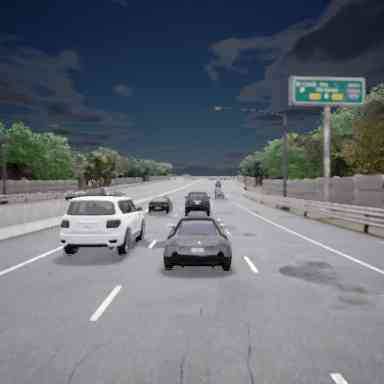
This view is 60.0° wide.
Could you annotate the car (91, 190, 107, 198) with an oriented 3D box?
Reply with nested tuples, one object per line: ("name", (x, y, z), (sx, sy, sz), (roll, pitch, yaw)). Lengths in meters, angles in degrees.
("car", (-18.994, 0.340, 68.087), (1.994, 1.385, 4.181), (0, 2, 3))

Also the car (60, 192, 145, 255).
("car", (-3.303, 1.171, 13.254), (2.150, 2.045, 5.566), (0, 0, 1))

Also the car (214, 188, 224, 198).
("car", (5.483, 0.393, 66.744), (2.033, 1.411, 5.357), (0, 2, 4))

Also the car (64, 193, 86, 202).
("car", (-19.661, 0.822, 56.104), (1.895, 1.301, 4.718), (0, 2, 3))

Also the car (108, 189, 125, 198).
("car", (-15.477, 0.296, 68.290), (2.128, 1.511, 4.902), (0, 2, 3))

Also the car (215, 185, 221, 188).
("car", (6.591, -0.324, 83.945), (2.033, 1.411, 5.357), (0, 2, 4))

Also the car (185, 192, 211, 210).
("car", (0.517, 0.970, 29.861), (2.150, 2.045, 5.566), (0, 1, 1))

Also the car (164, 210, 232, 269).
("car", (0.174, 1.529, 11.013), (1.994, 1.385, 4.181), (0, 0, 1))

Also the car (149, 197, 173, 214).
("car", (-2.929, 1.194, 31.752), (1.882, 1.535, 5.008), (0, 1, 2))

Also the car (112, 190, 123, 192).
("car", (-12.598, 0.784, 57.345), (1.895, 1.301, 4.718), (0, 2, 3))

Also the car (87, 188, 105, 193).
("car", (-16.169, 0.444, 55.956), (2.150, 2.045, 5.566), (0, 2, 3))
